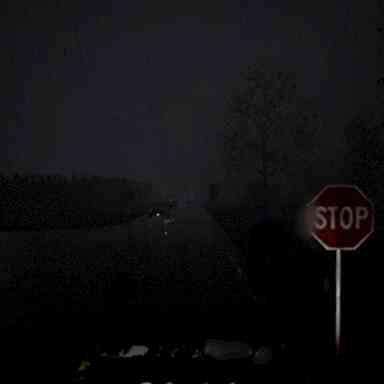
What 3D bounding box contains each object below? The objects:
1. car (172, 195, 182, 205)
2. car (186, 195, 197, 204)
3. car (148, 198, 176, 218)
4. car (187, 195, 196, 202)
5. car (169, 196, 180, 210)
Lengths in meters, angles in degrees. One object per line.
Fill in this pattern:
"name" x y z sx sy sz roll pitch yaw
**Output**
"car" -2.900 1.316 59.309 2.097 1.767 4.553 0 0 0
"car" -0.045 1.564 60.331 1.895 1.301 4.718 0 0 1
"car" -2.897 1.547 30.981 2.033 1.411 5.357 0 0 0
"car" -0.110 1.335 70.353 1.882 1.535 5.008 0 0 0
"car" -2.913 1.553 42.203 1.994 1.385 4.181 0 0 0
